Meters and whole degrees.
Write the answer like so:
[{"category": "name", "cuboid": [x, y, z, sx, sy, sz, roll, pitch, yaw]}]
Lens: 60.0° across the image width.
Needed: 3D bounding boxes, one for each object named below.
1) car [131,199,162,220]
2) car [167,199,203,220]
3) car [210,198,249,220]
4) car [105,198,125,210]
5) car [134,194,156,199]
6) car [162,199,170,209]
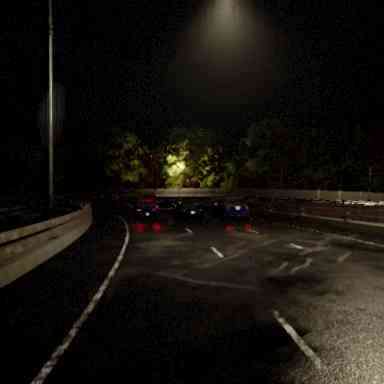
[{"category": "car", "cuboid": [-4.066, 1.548, 28.022, 1.812, 1.442, 4.674, 0, 0, -15]}, {"category": "car", "cuboid": [-0.469, 1.572, 28.023, 1.994, 1.385, 4.181, 0, 0, -15]}, {"category": "car", "cuboid": [3.081, 1.347, 28.329, 2.097, 1.767, 4.553, 0, 0, -15]}, {"category": "car", "cuboid": [-10.514, 1.528, 45.015, 1.882, 1.535, 5.008, 0, 0, -25]}, {"category": "car", "cuboid": [-6.406, 1.257, 44.578, 2.150, 2.045, 5.566, 0, 0, -24]}, {"category": "car", "cuboid": [-3.230, 1.587, 45.950, 1.994, 1.385, 4.181, 0, 0, -24]}]
